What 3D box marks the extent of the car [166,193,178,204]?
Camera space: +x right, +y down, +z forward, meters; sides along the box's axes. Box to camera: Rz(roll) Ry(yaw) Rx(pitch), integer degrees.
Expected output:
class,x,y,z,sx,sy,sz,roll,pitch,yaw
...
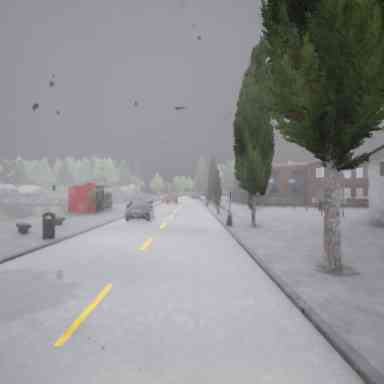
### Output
class,x,y,z,sx,sy,sz,roll,pitch,yaw
car,-3.987,1.325,67.288,2.150,2.045,5.566,0,0,0

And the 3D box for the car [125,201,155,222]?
class,x,y,z,sx,sy,sz,roll,pitch,yaw
car,-4.091,1.550,26.673,1.837,1.490,4.892,0,0,0
